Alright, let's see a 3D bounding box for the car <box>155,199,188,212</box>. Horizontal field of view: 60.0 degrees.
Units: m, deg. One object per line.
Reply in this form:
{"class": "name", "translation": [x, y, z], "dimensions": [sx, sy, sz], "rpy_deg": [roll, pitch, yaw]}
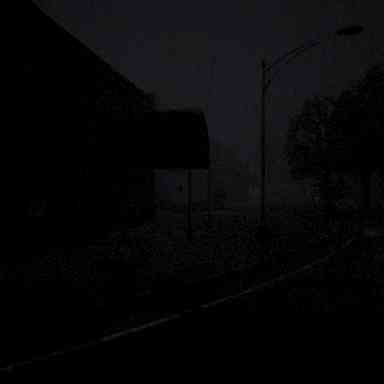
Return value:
{"class": "car", "translation": [-2.747, 1.545, 39.317], "dimensions": [4.902, 1.511, 2.128], "rpy_deg": [1, -1, 13]}

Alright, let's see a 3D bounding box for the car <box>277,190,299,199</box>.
{"class": "car", "translation": [24.587, 0.994, 83.545], "dimensions": [4.674, 1.452, 2.002], "rpy_deg": [-2, 3, -8]}

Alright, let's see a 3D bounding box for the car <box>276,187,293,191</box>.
{"class": "car", "translation": [25.872, 0.428, 89.286], "dimensions": [4.553, 1.767, 2.185], "rpy_deg": [-2, 4, -8]}

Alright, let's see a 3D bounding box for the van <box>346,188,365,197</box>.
{"class": "van", "translation": [42.365, 0.529, 84.349], "dimensions": [4.442, 1.987, 1.878], "rpy_deg": [0, 4, -6]}

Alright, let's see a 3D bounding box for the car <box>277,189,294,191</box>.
{"class": "car", "translation": [25.244, 0.782, 86.426], "dimensions": [4.792, 1.488, 2.163], "rpy_deg": [-2, 3, -8]}

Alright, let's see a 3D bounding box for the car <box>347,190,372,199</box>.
{"class": "car", "translation": [41.504, 0.959, 81.453], "dimensions": [5.008, 1.535, 2.097], "rpy_deg": [0, 4, -6]}
